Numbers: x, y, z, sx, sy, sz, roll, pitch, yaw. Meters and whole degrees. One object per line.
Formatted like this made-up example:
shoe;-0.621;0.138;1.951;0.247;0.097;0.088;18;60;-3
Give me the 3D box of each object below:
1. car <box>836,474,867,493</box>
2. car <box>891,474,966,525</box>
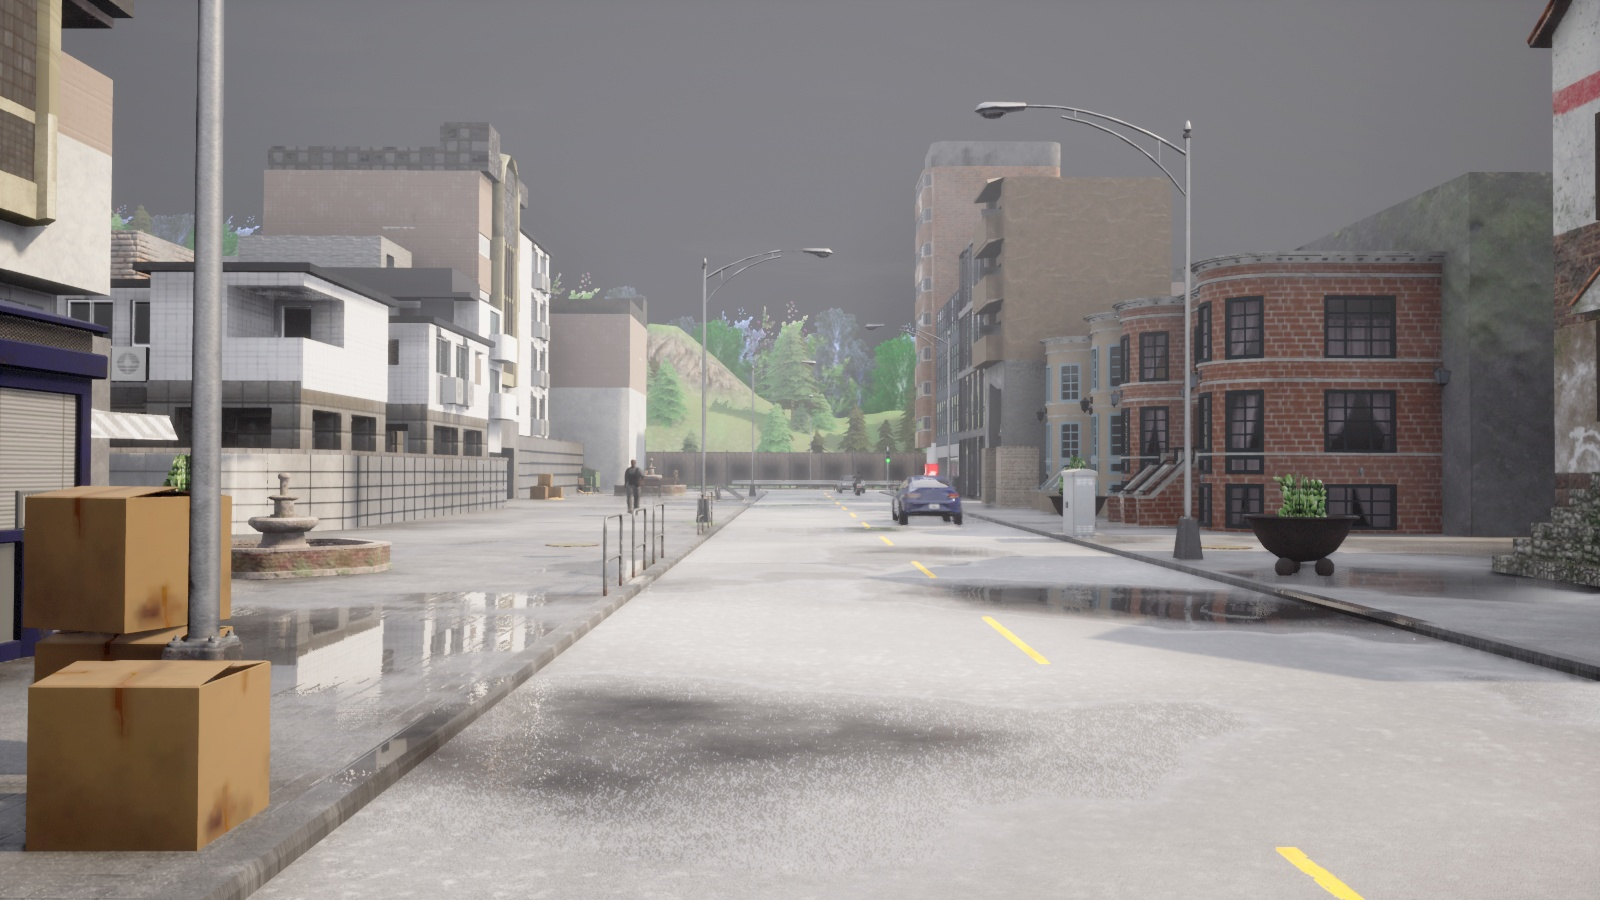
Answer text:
car;3.664;2.417;90.525;1.895;1.301;4.718;0;-1;-1
car;3.874;1.472;38.650;1.812;1.442;4.674;0;-1;0
